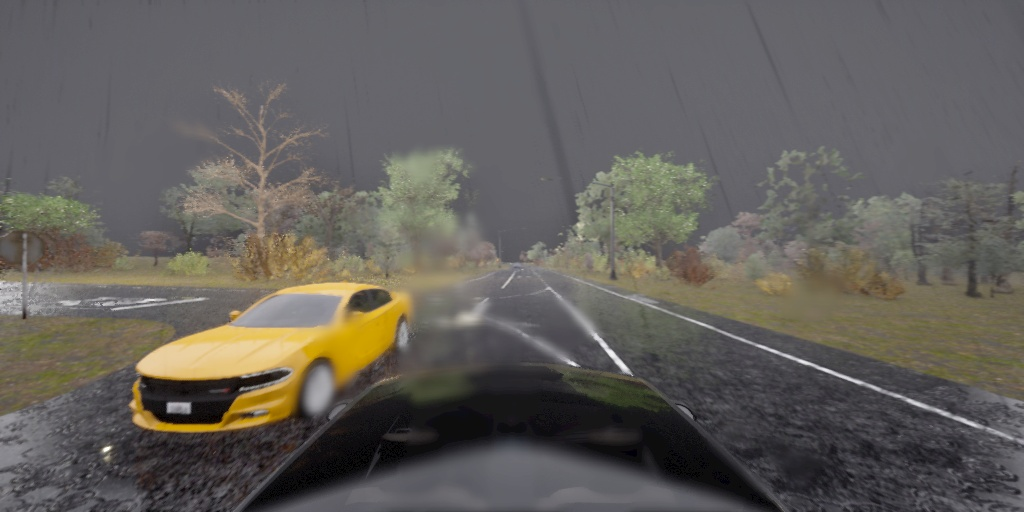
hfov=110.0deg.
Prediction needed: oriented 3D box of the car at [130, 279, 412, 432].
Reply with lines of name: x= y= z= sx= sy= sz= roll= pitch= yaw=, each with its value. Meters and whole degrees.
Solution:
car: x=-3.240 y=1.226 z=6.089 sx=1.882 sy=1.535 sz=5.008 roll=0 pitch=1 yaw=2
